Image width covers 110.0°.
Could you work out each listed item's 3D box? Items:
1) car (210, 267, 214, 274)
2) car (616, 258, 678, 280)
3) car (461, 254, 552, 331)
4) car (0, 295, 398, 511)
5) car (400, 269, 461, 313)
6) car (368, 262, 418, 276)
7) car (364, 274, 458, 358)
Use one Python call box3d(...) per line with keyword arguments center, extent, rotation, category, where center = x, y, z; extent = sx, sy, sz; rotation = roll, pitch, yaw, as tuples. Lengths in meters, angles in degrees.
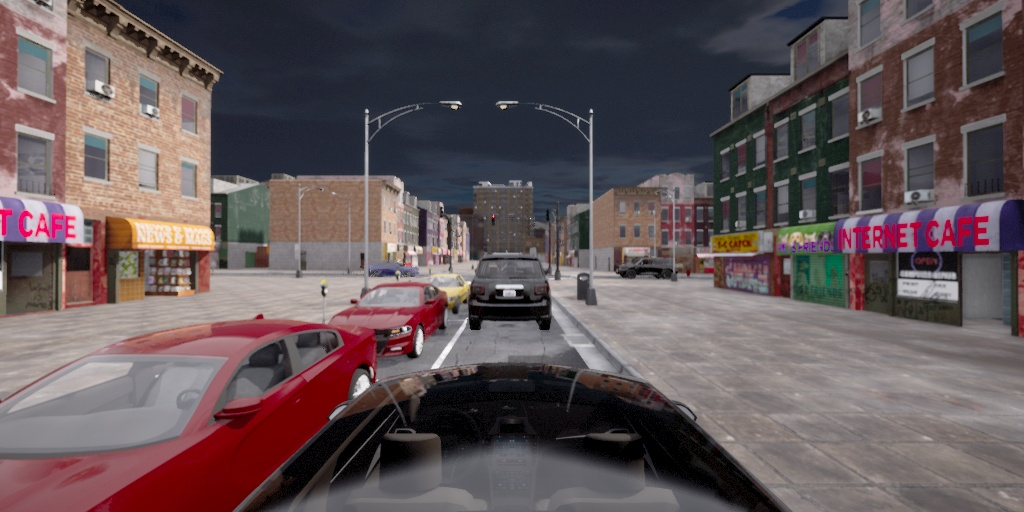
box3d(center=(-28.613, 1.077, 30.975), extent=(4.892, 1.490, 1.837), rotation=(0, 0, 0), category="car")
box3d(center=(12.798, 1.157, 34.164), extent=(5.566, 2.045, 2.150), rotation=(1, 0, 0), category="car")
box3d(center=(-0.034, 0.973, 11.131), extent=(2.150, 2.045, 5.566), rotation=(0, 0, 1), category="car")
box3d(center=(-2.638, 1.295, 2.982), extent=(1.888, 1.381, 4.507), rotation=(0, 0, 0), category="car")
box3d(center=(-2.644, 1.278, 13.799), extent=(1.751, 1.417, 4.829), rotation=(0, 0, 0), category="car")
box3d(center=(-10.372, 1.223, 31.277), extent=(4.674, 1.442, 1.812), rotation=(0, 0, -4), category="car")
box3d(center=(-2.641, 1.295, 8.476), extent=(1.888, 1.381, 4.507), rotation=(0, 0, 0), category="car")
